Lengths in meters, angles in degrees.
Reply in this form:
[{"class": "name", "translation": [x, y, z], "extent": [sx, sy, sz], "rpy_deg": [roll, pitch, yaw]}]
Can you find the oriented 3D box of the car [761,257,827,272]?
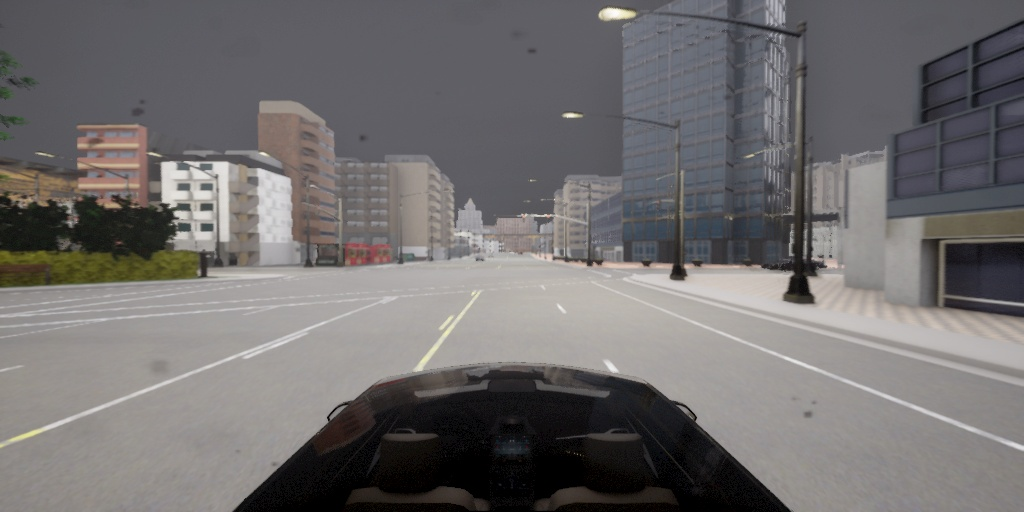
[{"class": "car", "translation": [27.899, 0.795, 35.513], "extent": [5.357, 1.411, 2.033], "rpy_deg": [0, 1, 1]}]
